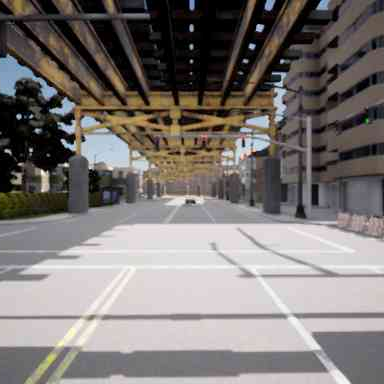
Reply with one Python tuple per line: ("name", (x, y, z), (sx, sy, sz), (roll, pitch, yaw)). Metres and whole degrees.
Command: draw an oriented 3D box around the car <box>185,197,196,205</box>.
("car", (-0.260, 1.478, 56.341), (1.895, 1.301, 4.718), (0, 0, 0))
